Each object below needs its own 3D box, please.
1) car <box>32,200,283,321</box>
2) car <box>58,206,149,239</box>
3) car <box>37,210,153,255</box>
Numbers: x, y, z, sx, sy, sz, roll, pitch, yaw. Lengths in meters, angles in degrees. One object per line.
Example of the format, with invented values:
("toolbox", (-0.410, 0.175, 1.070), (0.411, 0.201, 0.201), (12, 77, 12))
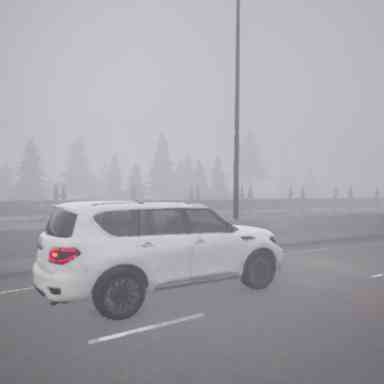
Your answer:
("car", (-0.485, 1.201, 7.440), (5.566, 2.045, 2.150), (0, 0, -33))
("car", (-4.590, 1.518, 17.389), (4.181, 1.385, 1.994), (0, 0, -31))
("car", (-3.945, 1.524, 13.678), (4.181, 1.385, 1.994), (0, 0, -32))
